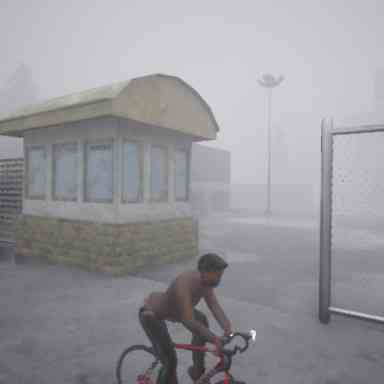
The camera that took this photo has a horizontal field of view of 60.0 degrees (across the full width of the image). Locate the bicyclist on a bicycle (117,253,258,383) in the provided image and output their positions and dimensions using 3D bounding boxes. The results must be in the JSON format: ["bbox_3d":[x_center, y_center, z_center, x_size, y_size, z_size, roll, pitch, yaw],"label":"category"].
[{"bbox_3d":[-0.009,1.327,2.834,1.656,1.620,0.582,4,1,31],"label":"bicyclist on a bicycle"}]
